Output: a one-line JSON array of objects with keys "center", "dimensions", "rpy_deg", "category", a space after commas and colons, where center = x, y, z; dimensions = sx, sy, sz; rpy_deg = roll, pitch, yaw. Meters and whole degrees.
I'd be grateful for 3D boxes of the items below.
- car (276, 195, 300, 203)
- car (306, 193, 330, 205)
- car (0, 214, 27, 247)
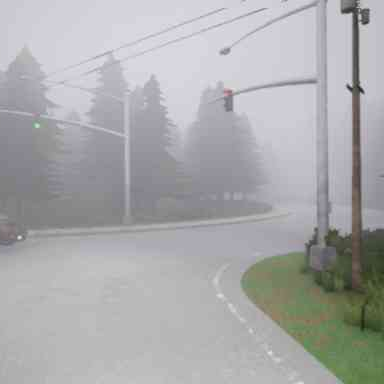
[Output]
[{"center": [16.399, 1.168, 57.213], "dimensions": [1.895, 1.301, 4.718], "rpy_deg": [-1, 0, -19], "category": "car"}, {"center": [17.870, 0.949, 47.340], "dimensions": [2.097, 1.767, 4.553], "rpy_deg": [-1, 0, 1], "category": "car"}, {"center": [-9.019, 1.504, 12.953], "dimensions": [4.892, 1.490, 1.837], "rpy_deg": [0, -2, 5], "category": "car"}]
